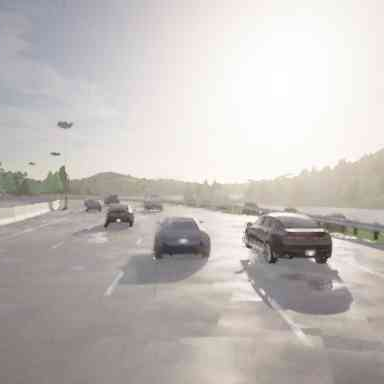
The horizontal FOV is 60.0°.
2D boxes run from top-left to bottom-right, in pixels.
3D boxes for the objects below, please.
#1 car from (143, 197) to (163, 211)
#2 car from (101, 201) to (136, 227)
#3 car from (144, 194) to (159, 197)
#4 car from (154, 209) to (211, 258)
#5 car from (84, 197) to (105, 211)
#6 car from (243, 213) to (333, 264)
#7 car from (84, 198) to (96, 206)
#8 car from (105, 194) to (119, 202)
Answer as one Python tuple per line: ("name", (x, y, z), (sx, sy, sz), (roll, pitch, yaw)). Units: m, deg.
("car", (-5.025, 1.721, 42.522), (1.895, 1.301, 4.718), (0, 0, -15))
("car", (-5.070, 1.588, 23.666), (1.837, 1.490, 4.892), (0, -1, -9))
("car", (-7.551, 1.398, 61.933), (2.150, 2.045, 5.566), (0, 0, -22))
("car", (-0.455, 1.593, 12.975), (1.994, 1.385, 4.181), (0, 0, -5))
("car", (-12.714, 1.670, 43.262), (2.128, 1.511, 4.902), (0, 0, -15))
("car", (3.175, 1.503, 11.873), (1.837, 1.490, 4.892), (0, -1, -5))
("car", (-18.992, 1.790, 61.892), (1.812, 1.442, 4.674), (0, 0, -22))
("car", (-14.877, 1.452, 61.488), (2.150, 2.045, 5.566), (0, 0, -23))
